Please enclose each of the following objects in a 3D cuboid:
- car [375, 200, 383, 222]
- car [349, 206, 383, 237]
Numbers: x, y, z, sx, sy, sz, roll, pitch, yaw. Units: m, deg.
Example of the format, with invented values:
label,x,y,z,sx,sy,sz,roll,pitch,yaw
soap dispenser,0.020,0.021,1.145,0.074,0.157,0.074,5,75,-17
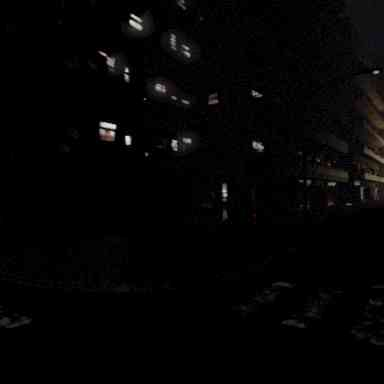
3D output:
label,x,y,z,sx,sy,sz,roll,pitch,yaw
car,15.235,1.382,25.028,2.008,1.369,4.403,-1,0,36
car,9.217,1.457,16.914,1.887,1.381,4.507,-1,0,36
